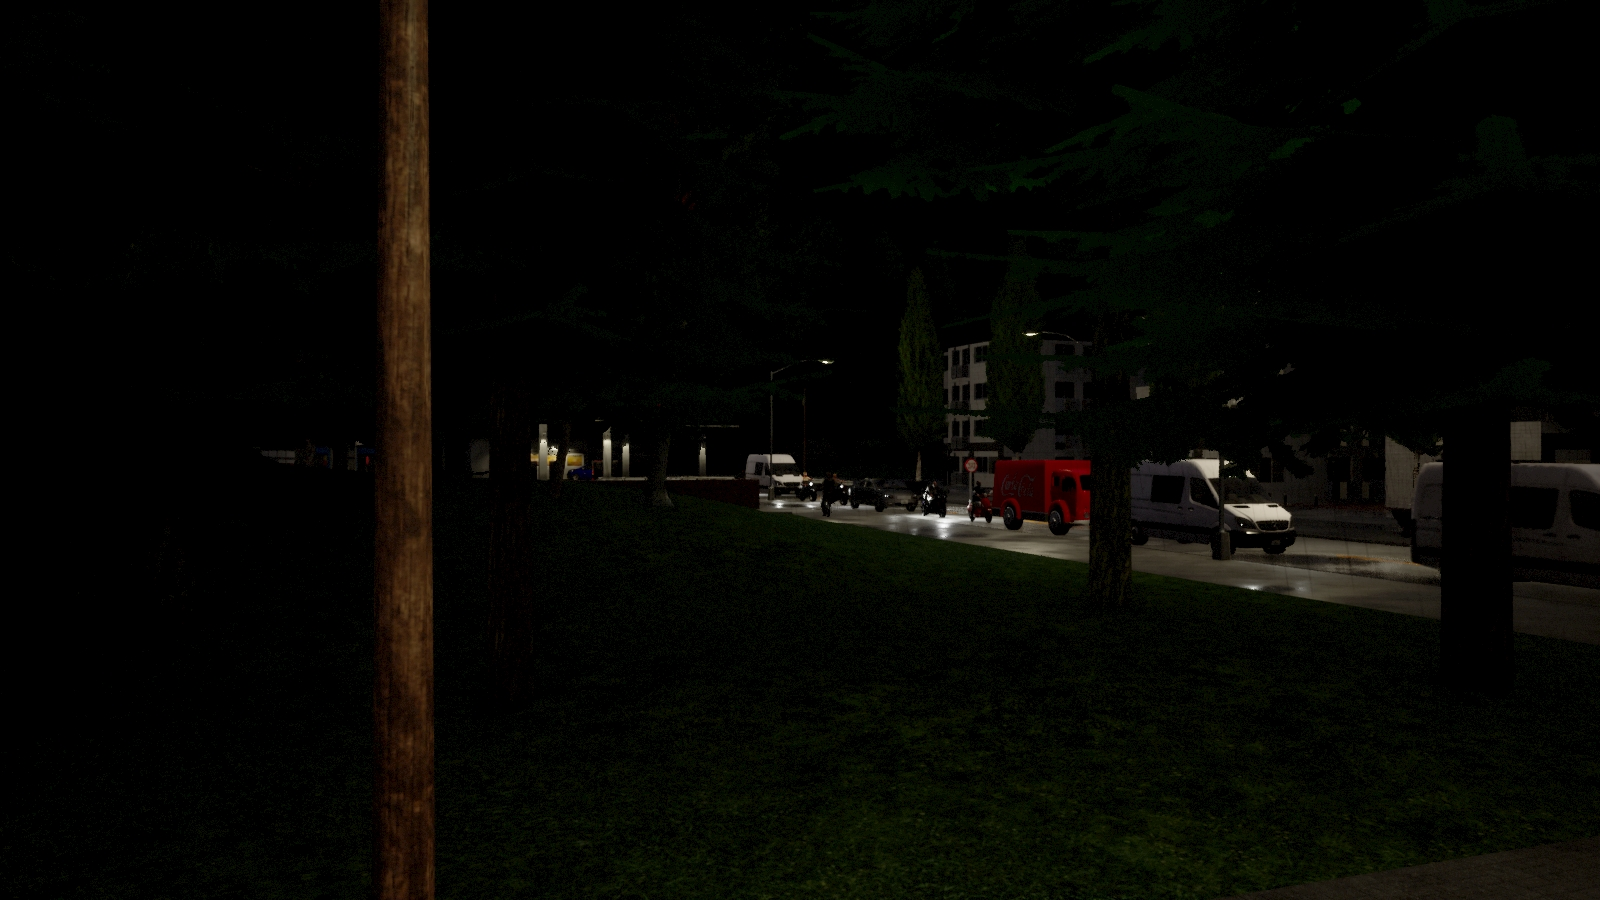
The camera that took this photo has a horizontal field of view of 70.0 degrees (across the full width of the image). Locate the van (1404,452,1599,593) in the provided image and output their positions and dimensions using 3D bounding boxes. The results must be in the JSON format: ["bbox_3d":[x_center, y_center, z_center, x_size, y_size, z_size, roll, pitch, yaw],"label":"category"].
[{"bbox_3d":[15.055,1.323,22.368,1.988,2.561,5.915,0,0,-20],"label":"van"}]

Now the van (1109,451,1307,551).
[{"bbox_3d":[11.389,1.323,32.503,1.988,2.561,5.915,0,0,-20],"label":"van"}]

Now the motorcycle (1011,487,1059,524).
[{"bbox_3d":[8.397,1.970,40.853,0.856,1.236,1.805,0,0,-20],"label":"motorcycle"}]

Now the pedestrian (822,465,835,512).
[{"bbox_3d":[1.134,1.532,45.291,0.375,1.860,0.375,0,0,-20],"label":"pedestrian"}]

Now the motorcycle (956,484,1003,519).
[{"bbox_3d":[6.991,1.993,44.695,0.867,1.251,2.209,0,0,-20],"label":"motorcycle"}]

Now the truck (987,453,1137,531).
[{"bbox_3d":[8.905,1.356,39.393,2.627,2.467,5.204,0,0,-20],"label":"truck"}]
